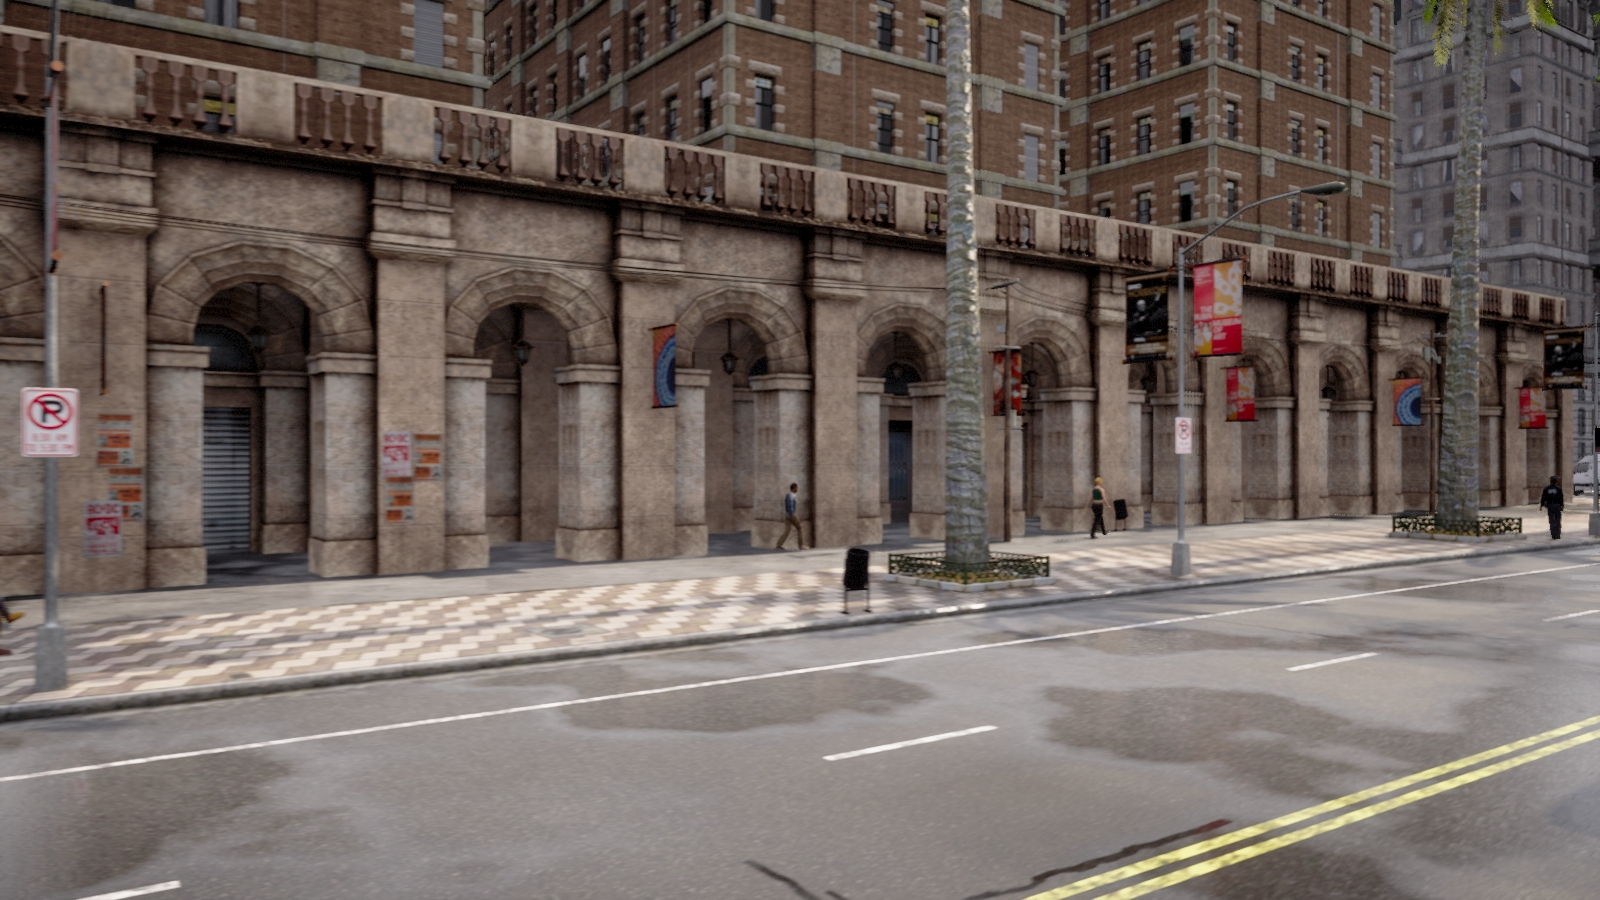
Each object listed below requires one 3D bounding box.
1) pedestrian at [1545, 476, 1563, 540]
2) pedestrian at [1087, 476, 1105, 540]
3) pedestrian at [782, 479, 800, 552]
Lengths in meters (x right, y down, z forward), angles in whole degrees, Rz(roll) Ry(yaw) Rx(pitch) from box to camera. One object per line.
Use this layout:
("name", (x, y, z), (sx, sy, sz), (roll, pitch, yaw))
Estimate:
("pedestrian", (22.076, 1.696, 33.449), (0.375, 1.860, 0.375), (0, 0, -45))
("pedestrian", (8.715, 1.698, 33.656), (0.375, 1.860, 0.375), (0, 0, -35))
("pedestrian", (-0.235, 1.696, 29.632), (0.375, 1.860, 0.375), (0, 0, -18))
